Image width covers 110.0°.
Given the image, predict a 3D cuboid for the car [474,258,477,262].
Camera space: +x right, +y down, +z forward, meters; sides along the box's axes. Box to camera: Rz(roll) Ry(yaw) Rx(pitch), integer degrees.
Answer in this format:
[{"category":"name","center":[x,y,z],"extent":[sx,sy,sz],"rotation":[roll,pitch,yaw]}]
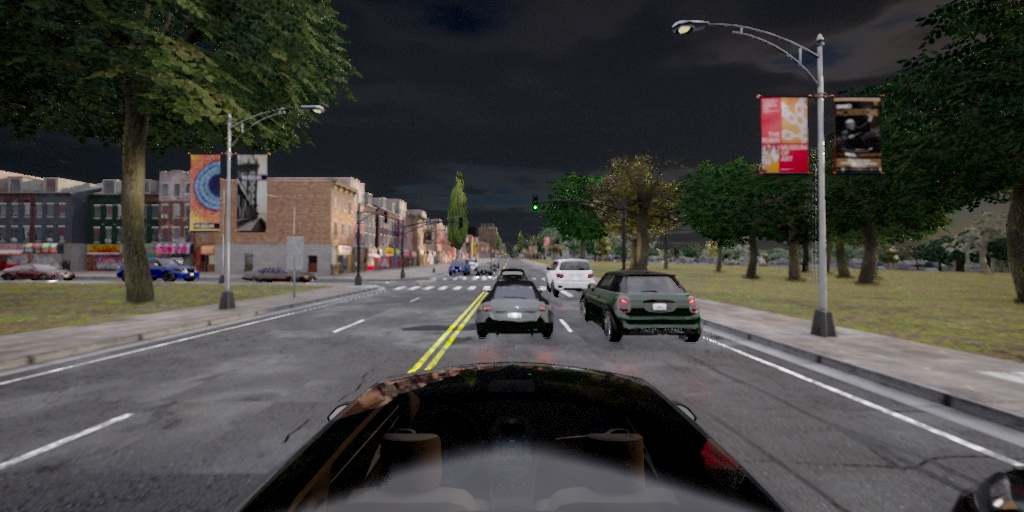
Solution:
[{"category":"car","center":[-6.608,1.404,56.569],"extent":[2.150,2.045,5.566],"rotation":[0,0,0]}]

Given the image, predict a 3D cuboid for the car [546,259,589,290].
[{"category":"car","center":[3.304,1.214,21.088],"extent":[2.150,2.045,5.566],"rotation":[0,-1,0]}]

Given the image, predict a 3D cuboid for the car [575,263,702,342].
[{"category":"car","center":[3.329,1.190,10.182],"extent":[2.097,1.767,4.553],"rotation":[0,-1,0]}]

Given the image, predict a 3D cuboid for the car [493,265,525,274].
[{"category":"car","center":[0.013,1.500,21.340],"extent":[1.837,1.490,4.892],"rotation":[0,-1,0]}]

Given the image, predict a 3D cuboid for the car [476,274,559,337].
[{"category":"car","center":[0.077,1.408,10.594],"extent":[1.994,1.385,4.181],"rotation":[0,-1,0]}]

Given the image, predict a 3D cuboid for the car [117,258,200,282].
[{"category":"car","center":[-29.571,1.173,30.055],"extent":[5.566,2.045,2.150],"rotation":[0,-1,0]}]

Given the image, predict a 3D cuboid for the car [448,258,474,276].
[{"category":"car","center":[-6.616,1.404,45.677],"extent":[2.150,2.045,5.566],"rotation":[0,0,0]}]

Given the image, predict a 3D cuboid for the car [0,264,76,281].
[{"category":"car","center":[-39.699,1.404,30.065],"extent":[4.674,1.442,1.812],"rotation":[0,-1,0]}]

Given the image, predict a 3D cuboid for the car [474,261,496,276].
[{"category":"car","center":[-3.364,1.685,45.142],"extent":[1.837,1.490,4.892],"rotation":[0,0,0]}]

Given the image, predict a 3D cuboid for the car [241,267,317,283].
[{"category":"car","center":[-19.384,1.591,30.004],"extent":[5.357,1.411,2.033],"rotation":[1,-1,-3]}]

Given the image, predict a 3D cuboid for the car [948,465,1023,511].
[{"category":"car","center":[3.341,1.302,0.155],"extent":[1.994,1.385,4.181],"rotation":[0,0,0]}]

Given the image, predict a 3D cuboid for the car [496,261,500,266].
[{"category":"car","center":[-3.357,1.750,55.084],"extent":[1.994,1.385,4.181],"rotation":[0,0,0]}]
